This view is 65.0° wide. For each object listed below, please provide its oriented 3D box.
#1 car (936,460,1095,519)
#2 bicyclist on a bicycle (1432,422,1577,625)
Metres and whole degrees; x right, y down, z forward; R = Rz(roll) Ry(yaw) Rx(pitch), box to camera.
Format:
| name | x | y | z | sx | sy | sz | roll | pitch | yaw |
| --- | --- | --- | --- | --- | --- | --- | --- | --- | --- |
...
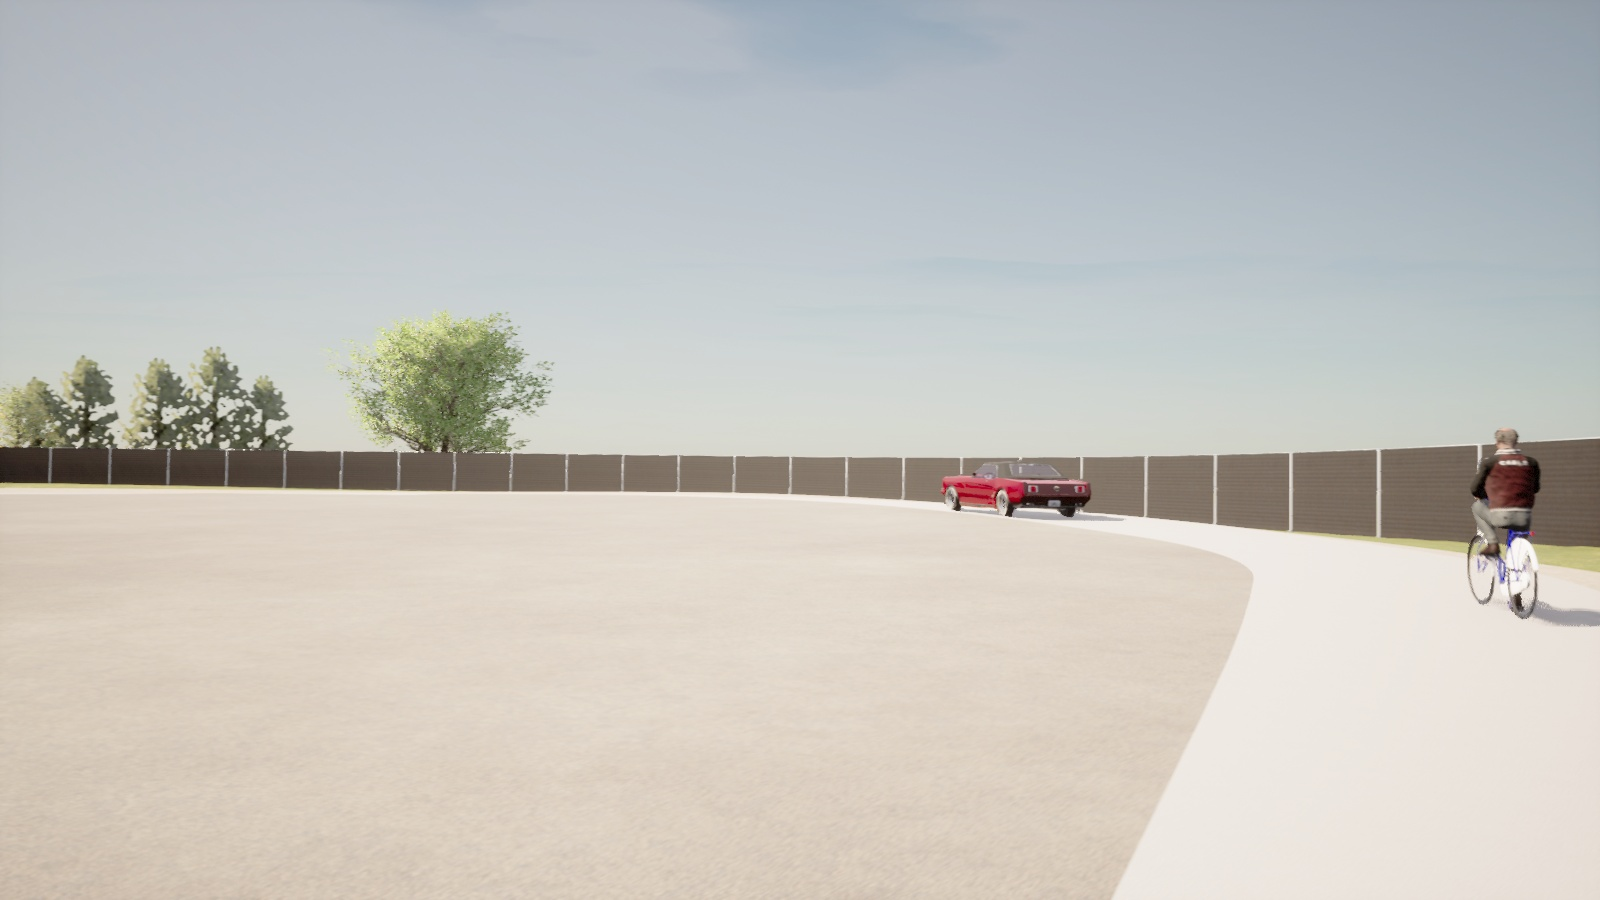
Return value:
| name | x | y | z | sx | sy | sz | roll | pitch | yaw |
| --- | --- | --- | --- | --- | --- | --- | --- | --- | --- |
| car | 5.180 | 0.915 | 30.931 | 1.895 | 1.301 | 4.718 | 1 | 0 | -18 |
| bicyclist on a bicycle | 6.656 | 0.646 | 11.963 | 0.659 | 1.776 | 1.843 | -1 | 0 | 11 |
